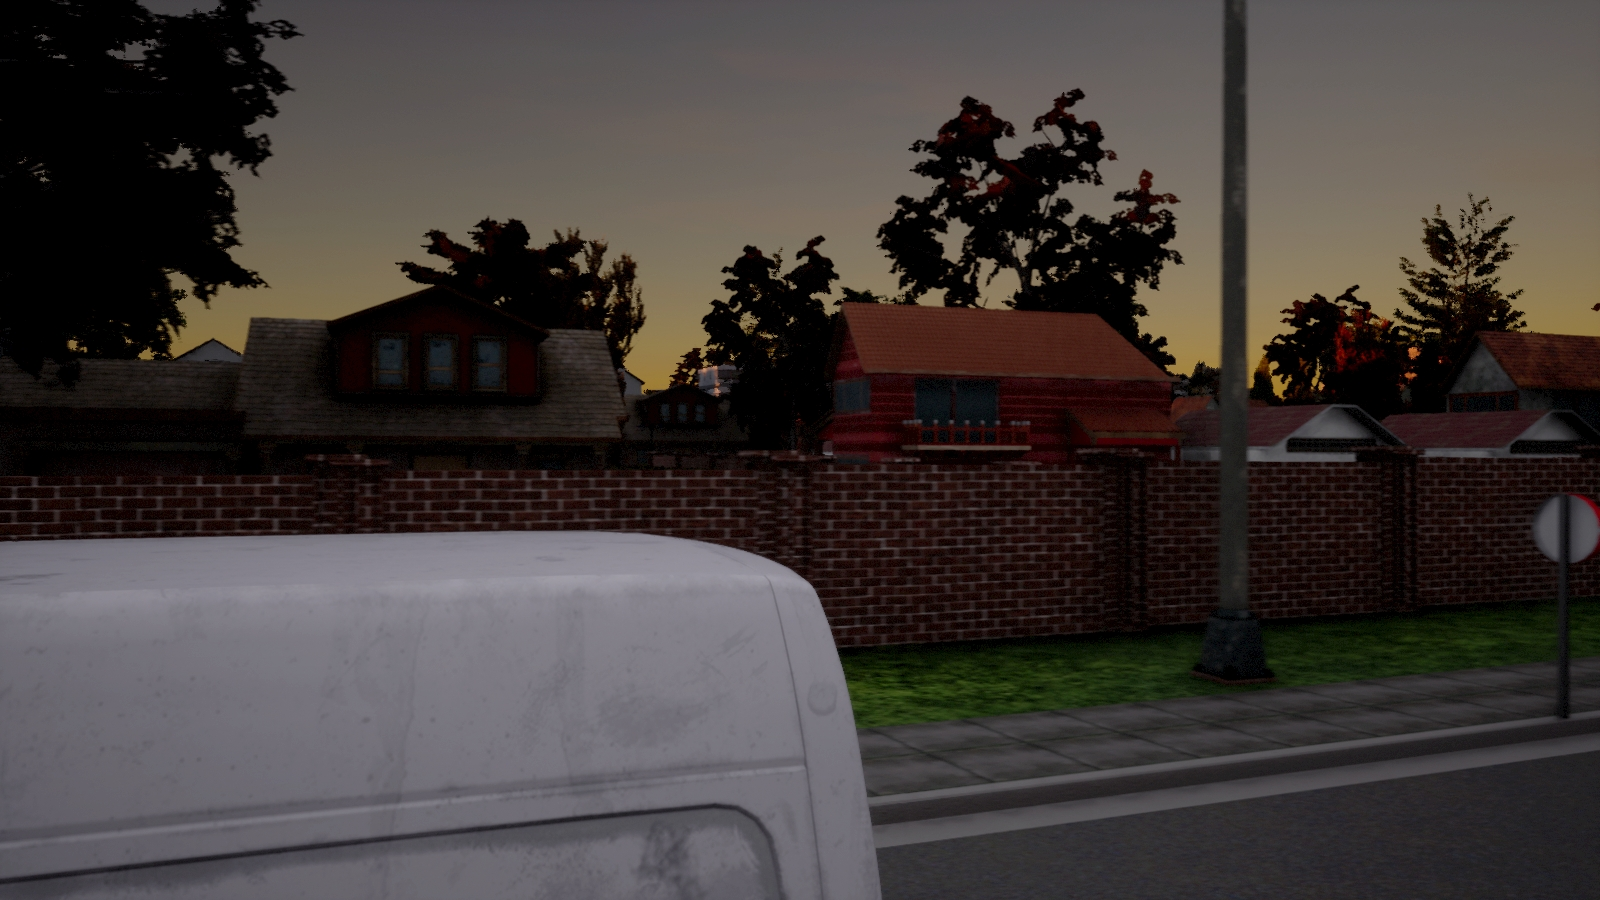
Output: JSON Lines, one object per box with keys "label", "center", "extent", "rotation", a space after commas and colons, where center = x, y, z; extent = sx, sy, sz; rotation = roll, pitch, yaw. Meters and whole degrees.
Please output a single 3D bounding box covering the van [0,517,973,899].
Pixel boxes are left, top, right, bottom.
{"label": "van", "center": [-2.762, 1.522, 2.289], "extent": [5.915, 2.561, 1.988], "rotation": [0, 0, -20]}
